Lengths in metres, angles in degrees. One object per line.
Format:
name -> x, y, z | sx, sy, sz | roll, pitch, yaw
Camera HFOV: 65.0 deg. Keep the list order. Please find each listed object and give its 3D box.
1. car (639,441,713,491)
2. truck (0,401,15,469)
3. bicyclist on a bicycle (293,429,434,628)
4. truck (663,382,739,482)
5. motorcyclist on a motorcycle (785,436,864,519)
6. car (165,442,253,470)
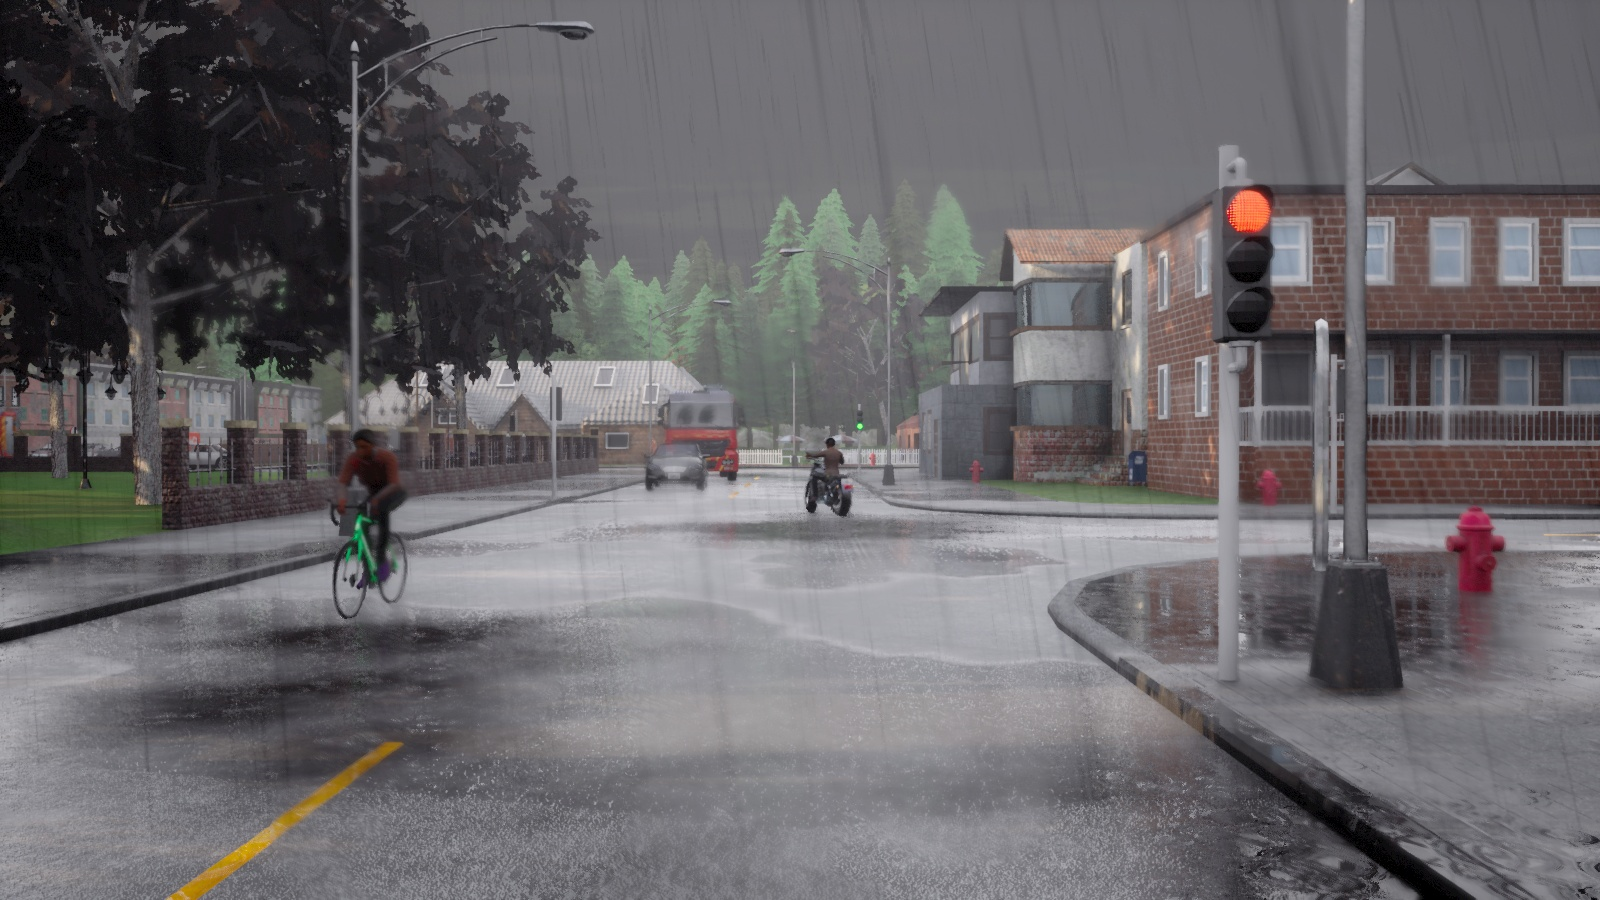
car -> -3.947, 0.470, 40.708 | 2.128, 1.511, 4.902 | 0, 0, -3
truck -> -49.559, -0.858, 70.818 | 8.468, 3.827, 2.891 | 0, 0, -16
bicyclist on a bicycle -> -3.809, 0.634, 11.089 | 0.582, 1.620, 1.656 | 0, 1, 3
truck -> -4.037, -0.718, 52.503 | 2.891, 3.827, 8.468 | 0, 0, -3
motorcyclist on a motorcycle -> 0.491, 0.549, 26.263 | 0.766, 1.649, 2.350 | 2, -1, -21
car -> -31.765, 0.305, 67.616 | 3.806, 1.475, 1.970 | 0, 0, -1
